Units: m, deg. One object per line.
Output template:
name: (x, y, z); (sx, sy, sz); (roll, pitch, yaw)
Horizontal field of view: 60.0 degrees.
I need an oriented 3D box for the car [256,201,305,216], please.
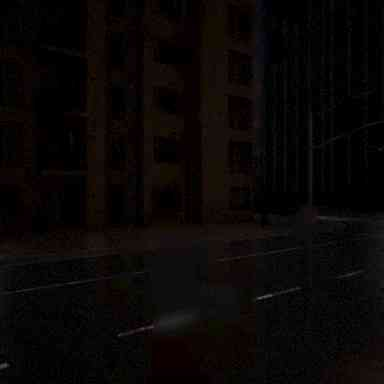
car: (8.602, 1.601, 32.653); (1.895, 1.301, 4.718); (0, 0, -35)
